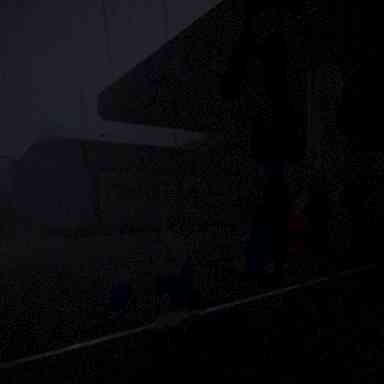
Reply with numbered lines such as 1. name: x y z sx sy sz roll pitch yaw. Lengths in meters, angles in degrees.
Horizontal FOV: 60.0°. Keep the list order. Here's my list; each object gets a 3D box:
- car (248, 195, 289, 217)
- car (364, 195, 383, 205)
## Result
1. car: 7.161 1.321 30.144 4.611 1.667 2.242 0 0 -36
2. car: 25.212 1.061 43.108 2.033 1.411 5.357 -1 1 -34
